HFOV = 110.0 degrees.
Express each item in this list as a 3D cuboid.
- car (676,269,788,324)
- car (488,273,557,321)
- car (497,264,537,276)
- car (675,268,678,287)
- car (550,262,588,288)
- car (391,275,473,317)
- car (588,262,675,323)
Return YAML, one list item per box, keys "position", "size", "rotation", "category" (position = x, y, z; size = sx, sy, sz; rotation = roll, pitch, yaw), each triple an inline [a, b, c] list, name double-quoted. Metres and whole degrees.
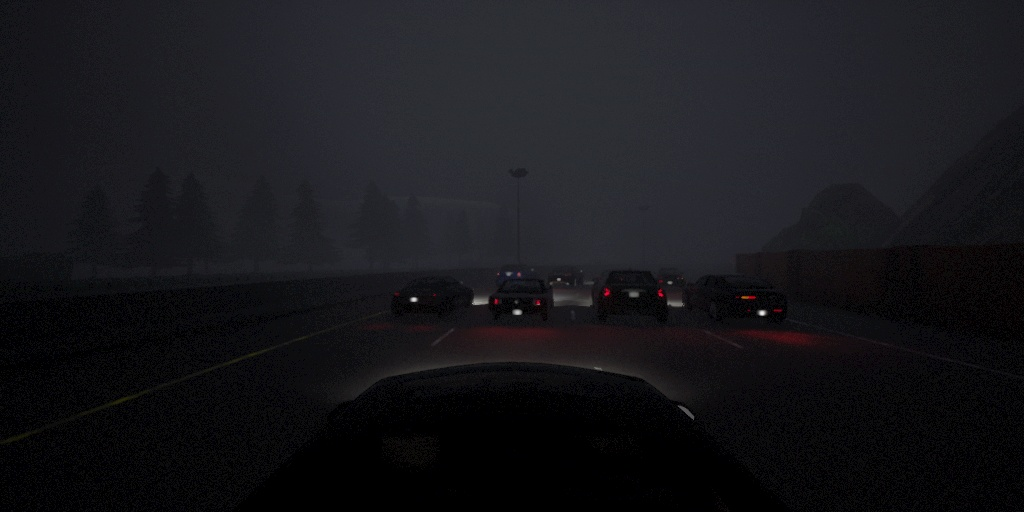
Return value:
- position: [7.525, 1.365, 12.588]
  size: [1.837, 1.490, 4.892]
  rotation: [0, 0, 10]
  category: "car"
- position: [0.518, 1.464, 13.197]
  size: [1.895, 1.301, 4.718]
  rotation: [0, -1, 9]
  category: "car"
- position: [0.511, 1.352, 27.256]
  size: [2.097, 1.767, 4.553]
  rotation: [0, -1, 21]
  category: "car"
- position: [10.650, 1.499, 24.363]
  size: [1.812, 1.442, 4.674]
  rotation: [0, 0, 22]
  category: "car"
- position: [4.143, 1.475, 26.903]
  size: [1.882, 1.535, 5.008]
  rotation: [0, 0, 22]
  category: "car"
- position: [-2.908, 1.434, 13.847]
  size: [1.994, 1.385, 4.181]
  rotation: [0, 0, 10]
  category: "car"
- position: [4.042, 1.212, 12.944]
  size: [2.097, 1.767, 4.553]
  rotation: [0, -1, 9]
  category: "car"
